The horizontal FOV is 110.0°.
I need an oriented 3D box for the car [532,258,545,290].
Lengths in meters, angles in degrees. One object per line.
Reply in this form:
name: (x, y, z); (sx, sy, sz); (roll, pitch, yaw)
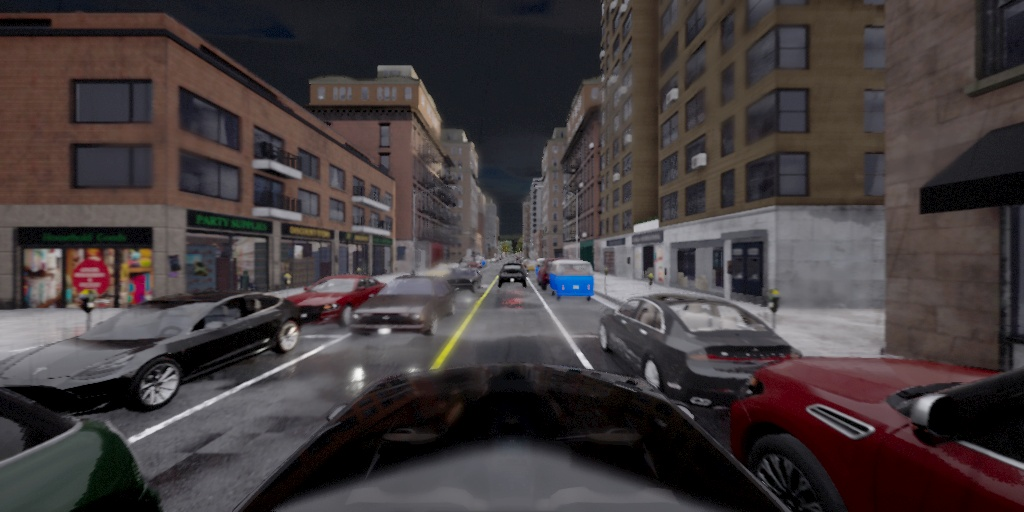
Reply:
car: (2.679, 1.057, 22.316); (2.192, 1.841, 5.009); (0, 0, 0)

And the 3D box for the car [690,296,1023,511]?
car: (2.705, 1.065, 0.690); (2.192, 1.841, 5.009); (0, 0, 0)

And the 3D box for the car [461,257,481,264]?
car: (-5.406, 1.048, 43.937); (2.192, 1.841, 5.009); (0, 0, 0)

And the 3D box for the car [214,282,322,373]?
car: (-5.406, 1.315, 6.093); (1.948, 1.339, 4.313); (0, 0, 0)

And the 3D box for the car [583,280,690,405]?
car: (2.698, 1.299, 6.097); (2.007, 1.370, 4.403); (0, 0, 0)

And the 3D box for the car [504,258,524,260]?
car: (0.079, 1.297, 44.639); (1.994, 1.385, 4.181); (0, 0, 0)

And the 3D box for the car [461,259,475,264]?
car: (-5.406, 1.301, 38.531); (1.948, 1.339, 4.313); (0, 0, 0)

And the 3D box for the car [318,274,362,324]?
car: (-5.406, 1.292, 11.499); (1.888, 1.381, 4.507); (0, 0, 0)

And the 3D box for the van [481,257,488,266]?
van: (-5.406, 1.068, 60.156); (1.690, 1.789, 3.998); (0, 0, 0)

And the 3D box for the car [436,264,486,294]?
car: (-2.766, 1.344, 20.368); (1.895, 1.301, 4.718); (0, 0, 1)

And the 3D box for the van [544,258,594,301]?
van: (2.686, 1.085, 16.909); (1.690, 1.789, 3.998); (0, 0, 0)

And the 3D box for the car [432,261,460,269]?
car: (-5.406, 1.266, 27.549); (1.751, 1.417, 4.829); (0, 0, 0)

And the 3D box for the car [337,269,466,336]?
car: (-2.831, 1.295, 10.657); (2.033, 1.411, 5.357); (0, 0, 0)

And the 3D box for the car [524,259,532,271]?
car: (2.654, 1.258, 44.110); (1.751, 1.417, 4.829); (0, 0, 0)

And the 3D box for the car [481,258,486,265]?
car: (-5.406, 1.311, 54.749); (1.802, 1.307, 4.207); (0, 0, 0)

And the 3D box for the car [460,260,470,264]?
car: (-5.406, 1.288, 33.124); (2.007, 1.370, 4.403); (0, 0, 0)

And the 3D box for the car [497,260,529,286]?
car: (0.042, 1.247, 24.864); (1.837, 1.490, 4.892); (0, 0, 1)
